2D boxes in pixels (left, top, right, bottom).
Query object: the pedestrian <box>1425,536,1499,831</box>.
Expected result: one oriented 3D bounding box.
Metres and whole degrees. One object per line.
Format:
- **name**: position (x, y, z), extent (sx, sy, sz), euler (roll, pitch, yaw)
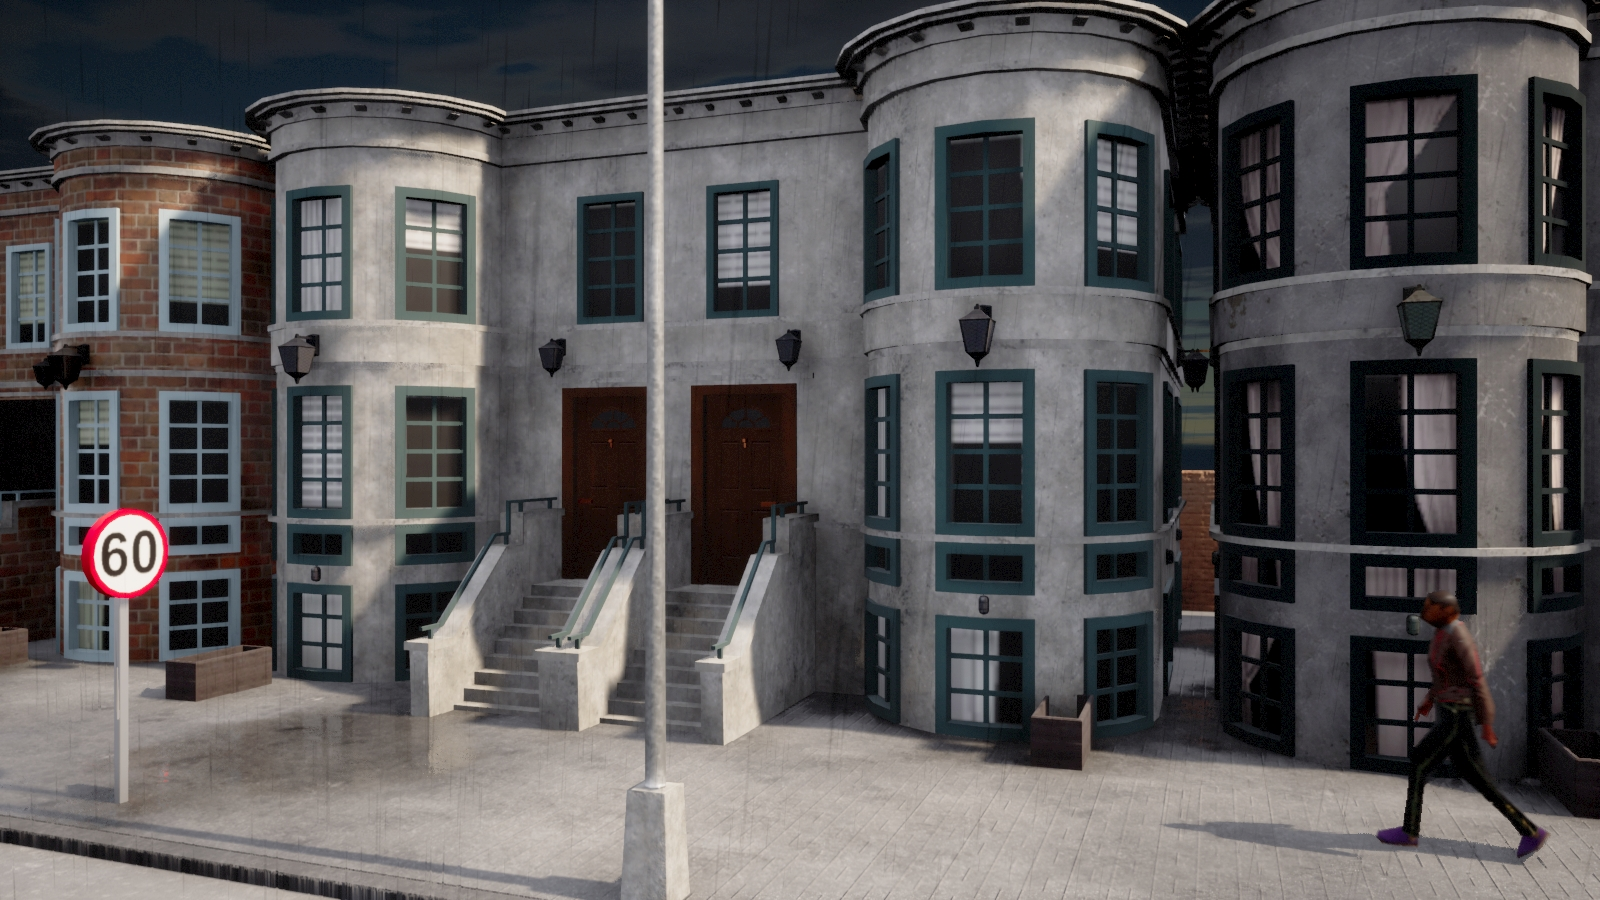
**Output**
- **pedestrian**: position (4.400, 1.524, 7.609), extent (0.375, 1.860, 0.375), euler (0, 0, 22)
